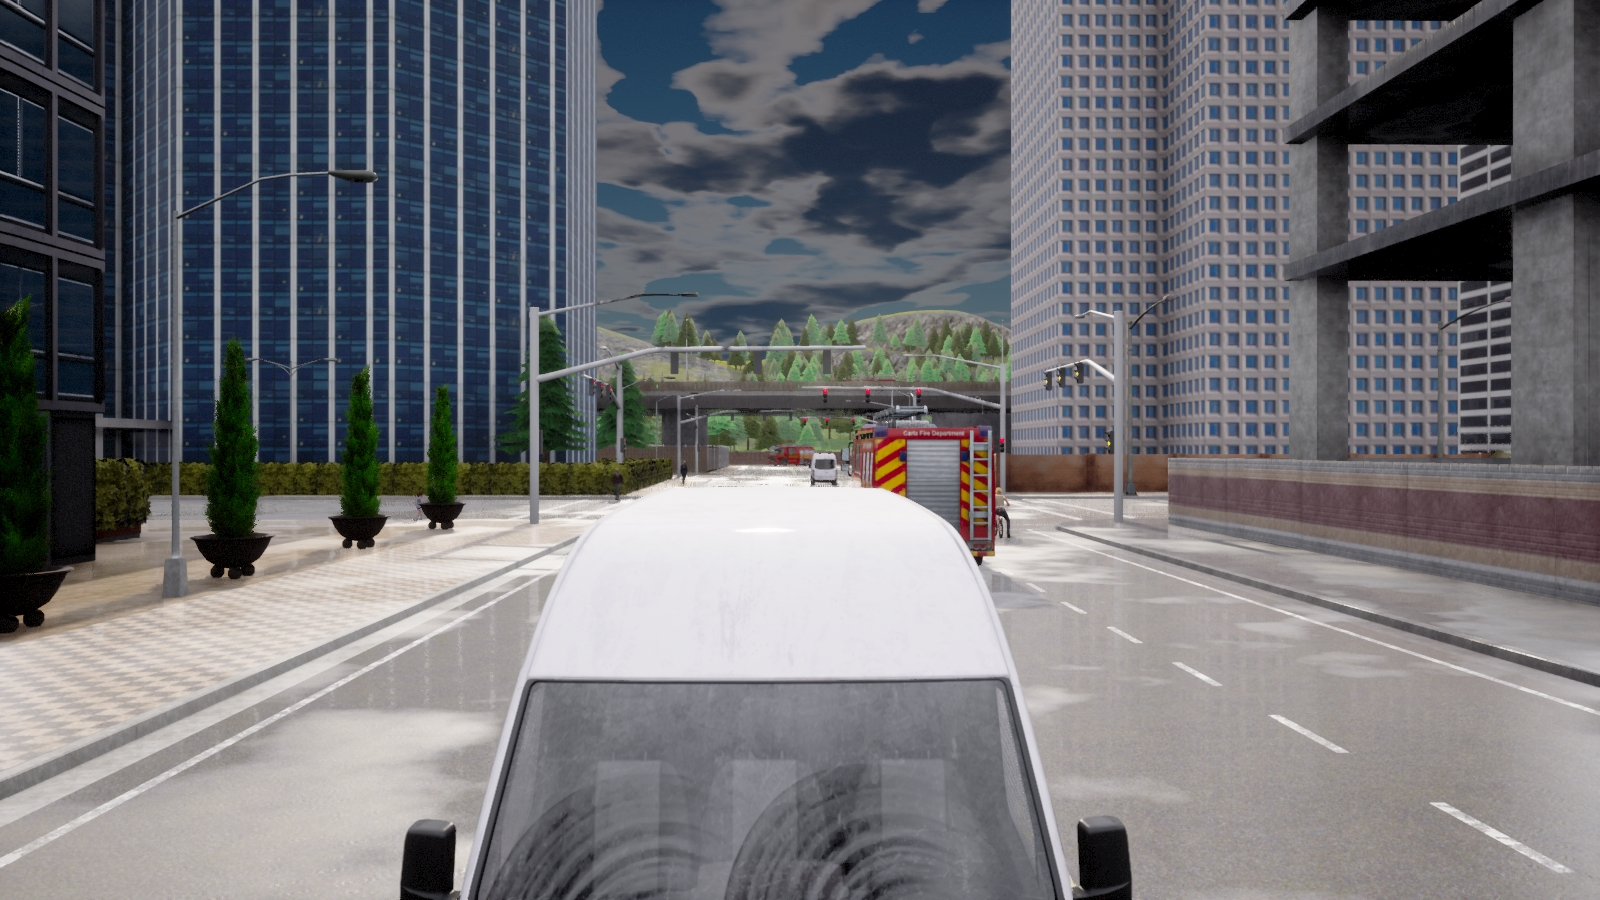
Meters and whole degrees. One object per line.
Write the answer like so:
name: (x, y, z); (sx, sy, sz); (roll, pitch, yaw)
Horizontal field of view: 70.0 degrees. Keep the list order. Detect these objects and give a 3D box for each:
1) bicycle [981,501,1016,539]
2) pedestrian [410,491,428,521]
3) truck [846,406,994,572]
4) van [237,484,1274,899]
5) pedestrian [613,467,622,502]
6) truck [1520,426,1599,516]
bicycle: (6.346, 2.233, 36.588); (0.859, 1.126, 1.487); (0, 0, -1)
pedestrian: (-14.124, 2.076, 42.366); (0.500, 1.100, 0.500); (0, 0, -3)
truck: (2.932, 0.891, 30.480); (2.891, 3.827, 8.468); (0, 0, -1)
van: (-0.128, 1.533, 5.154); (1.988, 2.561, 5.915); (0, 0, -1)
pedestrian: (-9.860, 1.849, 61.784); (0.375, 1.860, 0.375); (0, 0, 5)
truck: (36.772, 0.890, 50.193); (8.468, 3.827, 2.891); (0, 0, -1)
